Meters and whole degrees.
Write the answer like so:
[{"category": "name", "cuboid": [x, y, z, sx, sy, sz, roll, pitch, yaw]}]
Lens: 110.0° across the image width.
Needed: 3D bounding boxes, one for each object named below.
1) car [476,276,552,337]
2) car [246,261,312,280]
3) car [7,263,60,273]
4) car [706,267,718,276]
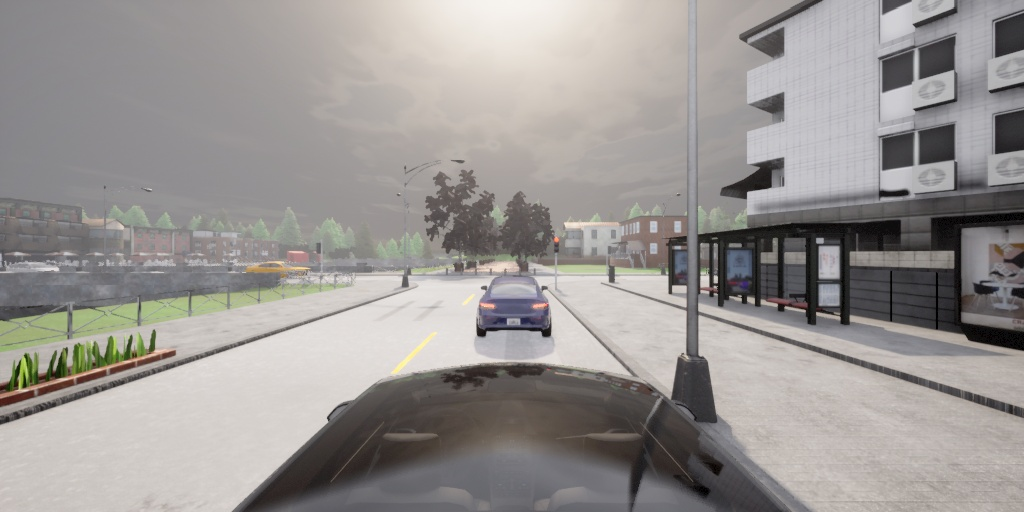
[{"category": "car", "cuboid": [0.063, 1.276, 10.161, 1.812, 1.442, 4.674, 0, 0, 1]}, {"category": "car", "cuboid": [-19.651, 1.227, 30.340, 5.008, 1.535, 1.882, 0, 0, 0]}, {"category": "car", "cuboid": [-40.436, 1.275, 30.421, 4.674, 1.442, 1.812, 0, 0, 0]}, {"category": "car", "cuboid": [21.733, 1.297, 34.423, 5.357, 1.411, 2.033, 0, 0, 0]}]
